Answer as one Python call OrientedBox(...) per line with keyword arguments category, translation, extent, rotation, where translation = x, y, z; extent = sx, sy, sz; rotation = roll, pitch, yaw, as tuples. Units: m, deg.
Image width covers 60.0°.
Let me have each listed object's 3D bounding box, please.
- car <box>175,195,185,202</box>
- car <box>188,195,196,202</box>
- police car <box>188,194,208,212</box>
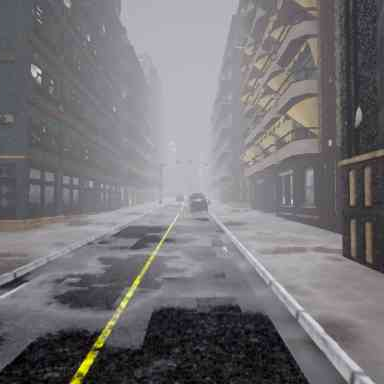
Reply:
OrientedBox(category="car", translation=(-2.750, 1.492, 75.978), extent=(1.837, 1.490, 4.892), rotation=(0, 0, 0))
OrientedBox(category="car", translation=(-0.001, 1.412, 76.091), extent=(1.837, 1.490, 4.892), rotation=(0, 0, 0))
OrientedBox(category="police car", translation=(0.825, 1.447, 39.566), extent=(1.930, 1.638, 5.238), rotation=(0, 0, 0))
